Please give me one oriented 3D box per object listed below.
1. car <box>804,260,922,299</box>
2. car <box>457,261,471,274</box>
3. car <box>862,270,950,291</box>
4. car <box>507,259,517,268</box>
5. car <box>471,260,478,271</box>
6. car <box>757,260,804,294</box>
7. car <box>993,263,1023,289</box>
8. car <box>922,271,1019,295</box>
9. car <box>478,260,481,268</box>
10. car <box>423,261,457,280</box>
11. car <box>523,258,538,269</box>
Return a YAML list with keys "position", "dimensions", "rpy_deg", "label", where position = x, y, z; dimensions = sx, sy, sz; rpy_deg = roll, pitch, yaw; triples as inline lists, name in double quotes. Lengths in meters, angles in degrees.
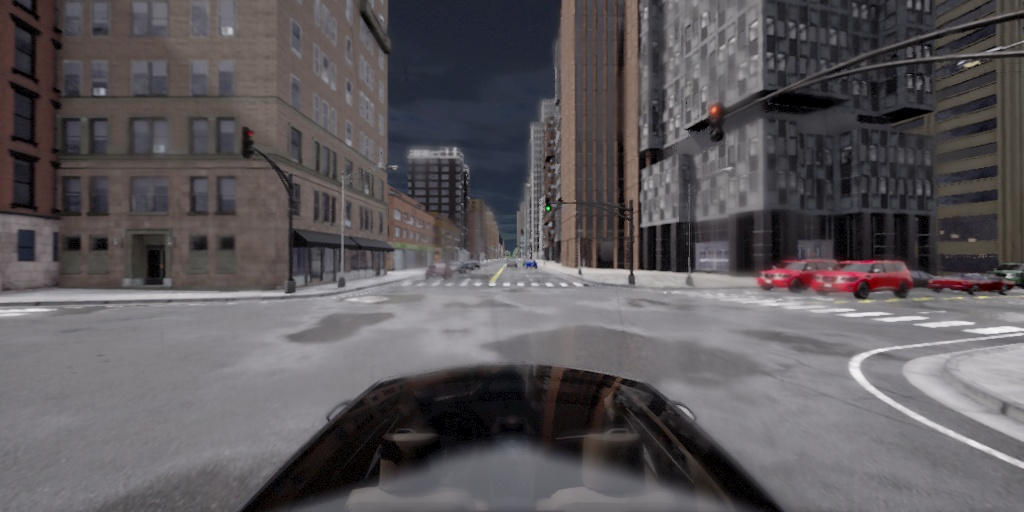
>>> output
- position: [19.765, 1.273, 20.237]
  dimensions: [5.566, 2.045, 2.150]
  rpy_deg: [1, -1, -17]
  label: "car"
- position: [-6.584, 1.339, 42.769]
  dimensions: [2.128, 1.511, 4.902]
  rpy_deg: [0, 0, 0]
  label: "car"
- position: [28.633, 1.739, 26.091]
  dimensions: [5.357, 1.411, 2.033]
  rpy_deg: [1, -1, -15]
  label: "car"
- position: [0.020, 1.383, 63.760]
  dimensions: [2.128, 1.511, 4.902]
  rpy_deg: [0, 0, 0]
  label: "car"
- position: [-6.555, 1.434, 52.731]
  dimensions: [1.994, 1.385, 4.181]
  rpy_deg: [0, 0, 0]
  label: "car"
- position: [18.769, 1.294, 23.325]
  dimensions: [5.566, 2.045, 2.150]
  rpy_deg: [1, -1, -16]
  label: "car"
- position: [41.425, 1.570, 29.073]
  dimensions: [5.566, 2.045, 2.150]
  rpy_deg: [1, -1, -12]
  label: "car"
- position: [29.218, 1.768, 22.882]
  dimensions: [4.718, 1.301, 1.895]
  rpy_deg: [1, -1, -15]
  label: "car"
- position: [-6.489, 1.438, 63.003]
  dimensions: [2.033, 1.411, 5.357]
  rpy_deg: [0, 0, 0]
  label: "car"
- position: [-6.592, 1.350, 32.809]
  dimensions: [1.812, 1.442, 4.674]
  rpy_deg: [0, 0, 0]
  label: "car"
- position: [3.360, 1.365, 62.023]
  dimensions: [1.882, 1.535, 5.008]
  rpy_deg: [0, 0, 0]
  label: "car"
